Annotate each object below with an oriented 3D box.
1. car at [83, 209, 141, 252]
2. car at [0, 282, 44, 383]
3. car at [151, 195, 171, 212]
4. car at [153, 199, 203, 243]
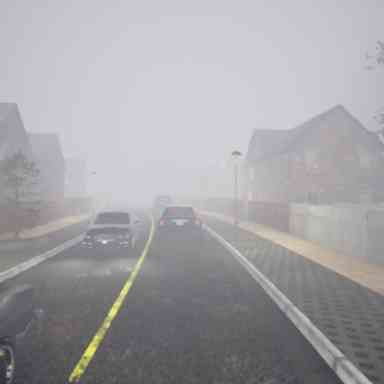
[{"bbox_3d":[-3.270,1.540,14.229,1.837,1.490,4.892,0,0,-4],"label":"car"},{"bbox_3d":[-2.897,1.556,2.179,2.033,1.411,5.357,0,0,-1],"label":"car"},{"bbox_3d":[-3.448,1.370,38.210,2.150,2.045,5.566,0,0,-10],"label":"car"},{"bbox_3d":[-0.683,1.394,16.465,2.097,1.767,4.553,0,0,-4],"label":"car"}]
